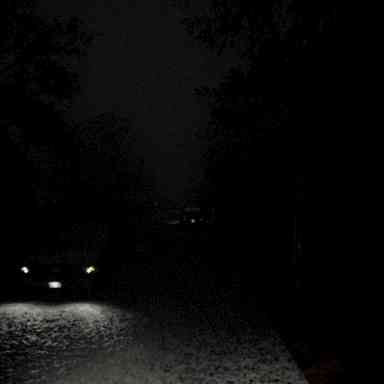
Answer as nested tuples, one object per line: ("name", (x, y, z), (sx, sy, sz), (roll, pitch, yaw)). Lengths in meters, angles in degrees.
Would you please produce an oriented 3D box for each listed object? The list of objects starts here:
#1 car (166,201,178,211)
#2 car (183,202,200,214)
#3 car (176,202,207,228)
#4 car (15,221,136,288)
("car", (-3.026, 2.197, 52.686), (2.033, 1.411, 5.357), (0, -1, 0))
("car", (-0.032, 1.954, 41.281), (1.994, 1.385, 4.181), (0, -1, 0))
("car", (0.057, 1.639, 23.087), (1.812, 1.442, 4.674), (0, 0, 0))
("car", (-2.859, 1.562, 9.594), (2.033, 1.411, 5.357), (0, 0, 0))
